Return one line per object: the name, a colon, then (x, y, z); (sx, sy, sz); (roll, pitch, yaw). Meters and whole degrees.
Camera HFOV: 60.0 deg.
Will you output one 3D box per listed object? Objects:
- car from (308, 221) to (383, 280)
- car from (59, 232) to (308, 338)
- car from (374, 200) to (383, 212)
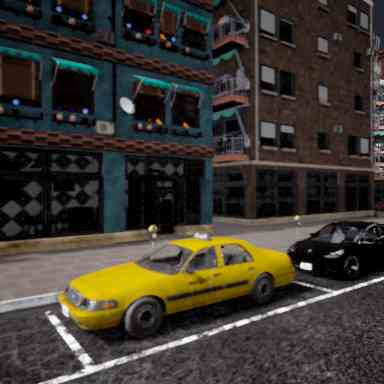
car: (4.748, 1.559, 9.952); (4.313, 1.339, 1.947); (0, 0, -35)
car: (0.001, 1.522, 6.566); (4.829, 1.417, 1.752); (0, 0, -35)
car: (19.314, 1.468, 35.130); (1.802, 1.307, 4.206); (0, 0, -35)
